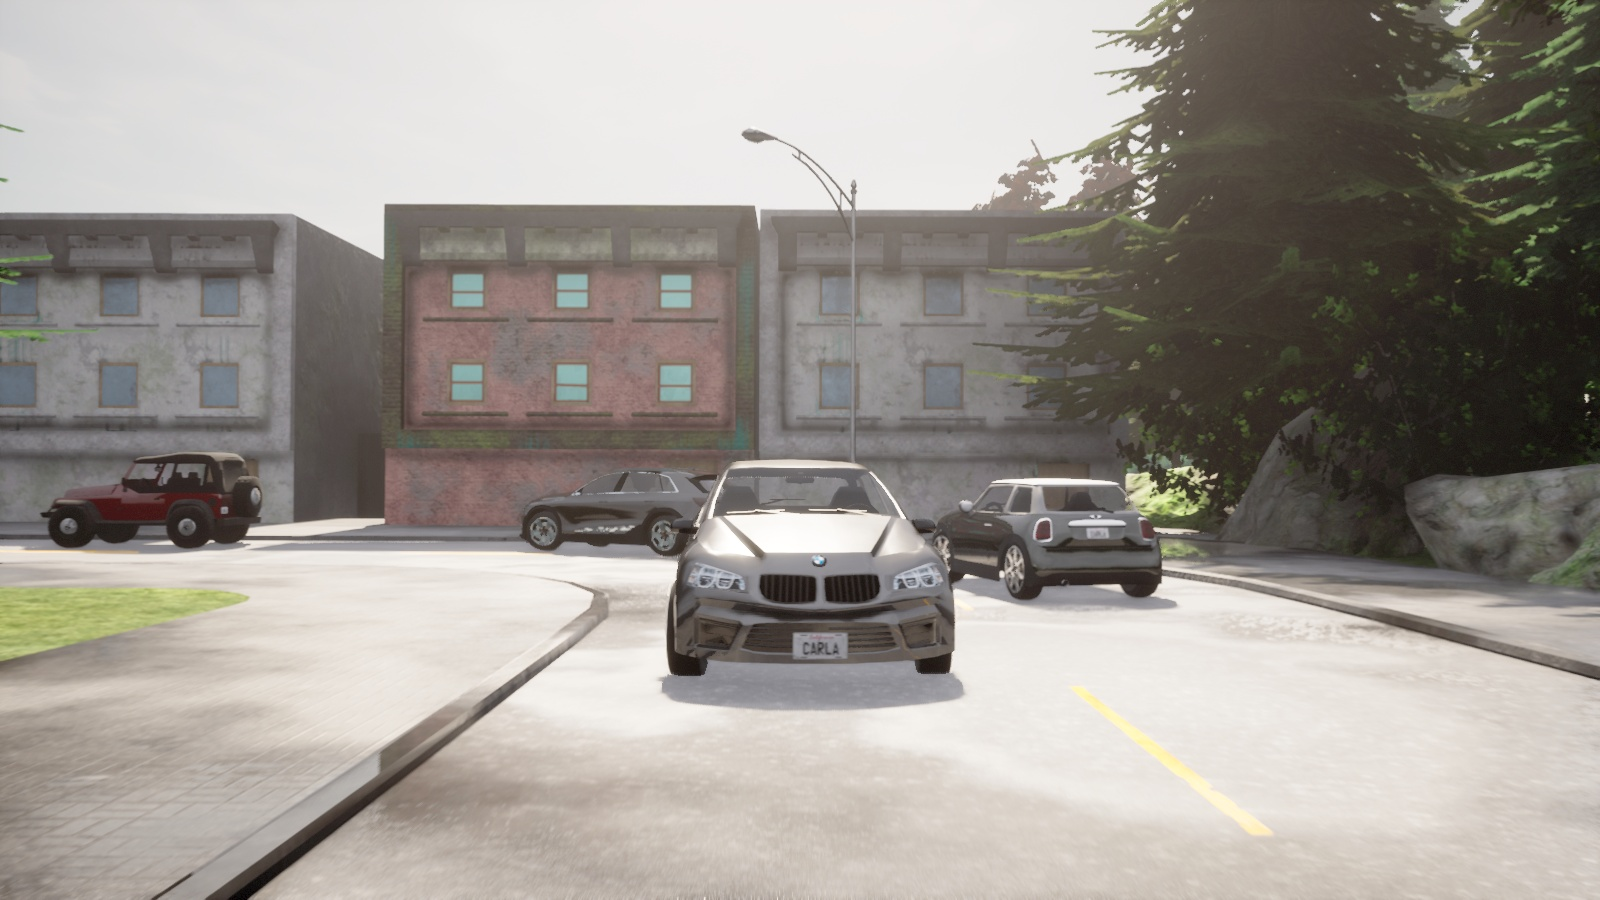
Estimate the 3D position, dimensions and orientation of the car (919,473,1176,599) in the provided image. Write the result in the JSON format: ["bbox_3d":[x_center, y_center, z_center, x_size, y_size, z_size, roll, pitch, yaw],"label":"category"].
[{"bbox_3d":[3.177,1.053,16.953,1.970,1.475,3.806,0,-1,-14],"label":"car"}]

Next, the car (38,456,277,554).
[{"bbox_3d":[-12.927,1.088,25.445,3.866,1.878,1.905,0,-1,0],"label":"car"}]

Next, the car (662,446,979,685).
[{"bbox_3d":[-0.008,0.846,11.181,2.242,1.667,4.611,0,-1,-4],"label":"car"}]

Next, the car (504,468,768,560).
[{"bbox_3d":[-3.223,1.169,24.423,4.856,1.649,2.033,0,-1,30],"label":"car"}]
